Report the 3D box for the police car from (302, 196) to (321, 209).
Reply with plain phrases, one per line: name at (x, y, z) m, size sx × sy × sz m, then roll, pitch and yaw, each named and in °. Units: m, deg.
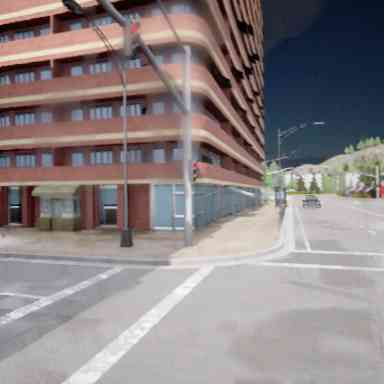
police car at (14.629, 1.253, 40.874) m, size 2.038 × 1.542 × 4.974 m, roll -1°, pitch 0°, yaw 17°
